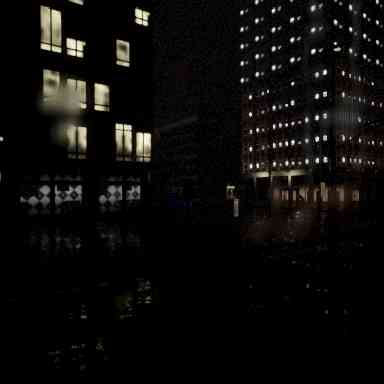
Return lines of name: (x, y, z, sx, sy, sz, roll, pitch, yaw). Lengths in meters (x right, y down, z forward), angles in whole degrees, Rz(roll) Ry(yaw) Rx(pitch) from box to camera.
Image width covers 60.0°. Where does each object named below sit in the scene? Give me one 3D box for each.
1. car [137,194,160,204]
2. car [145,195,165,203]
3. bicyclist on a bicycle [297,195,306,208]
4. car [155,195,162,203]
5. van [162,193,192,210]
car: (-7.869, 1.204, 59.809, 1.882, 1.535, 5.008, -1, 1, -34)
car: (-7.045, 1.238, 63.222, 1.887, 1.381, 4.507, 0, 0, -34)
bicyclist on a bicycle: (12.848, 1.118, 39.129, 1.656, 1.620, 0.582, -1, 1, -34)
car: (-3.936, 1.035, 58.637, 2.192, 1.841, 5.009, 0, 0, -34)
van: (-1.543, 1.210, 40.180, 1.690, 1.788, 3.998, 0, 0, -34)
